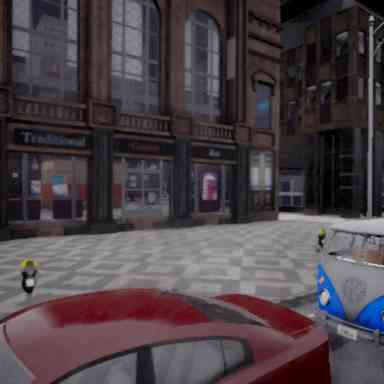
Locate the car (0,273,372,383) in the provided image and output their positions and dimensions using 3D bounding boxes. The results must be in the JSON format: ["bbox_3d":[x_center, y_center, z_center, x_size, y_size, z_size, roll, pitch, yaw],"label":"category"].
[{"bbox_3d":[-0.860,1.520,2.373,4.507,1.381,1.887,0,1,-35],"label":"car"}]

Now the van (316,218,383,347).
[{"bbox_3d":[3.769,1.319,5.558,3.998,1.788,1.690,0,1,-35],"label":"van"}]
